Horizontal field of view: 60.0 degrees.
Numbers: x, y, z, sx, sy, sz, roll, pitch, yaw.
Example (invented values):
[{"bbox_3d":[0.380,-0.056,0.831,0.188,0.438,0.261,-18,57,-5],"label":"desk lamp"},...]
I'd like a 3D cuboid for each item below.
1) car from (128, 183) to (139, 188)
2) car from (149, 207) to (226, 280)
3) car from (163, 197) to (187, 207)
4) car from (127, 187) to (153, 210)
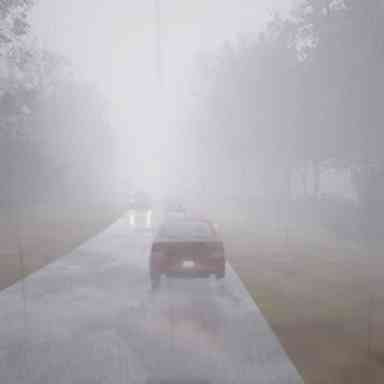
[{"bbox_3d":[-12.818,-0.974,71.528,2.150,2.045,5.566,1,1,-16],"label":"car"},{"bbox_3d":[-0.164,1.456,10.013,1.882,1.535,5.008,0,1,-2],"label":"car"},{"bbox_3d":[-1.474,1.098,28.553,2.033,1.411,5.357,1,2,-6],"label":"car"},{"bbox_3d":[-4.838,0.710,31.851,2.097,1.767,4.553,1,2,-7],"label":"car"}]
